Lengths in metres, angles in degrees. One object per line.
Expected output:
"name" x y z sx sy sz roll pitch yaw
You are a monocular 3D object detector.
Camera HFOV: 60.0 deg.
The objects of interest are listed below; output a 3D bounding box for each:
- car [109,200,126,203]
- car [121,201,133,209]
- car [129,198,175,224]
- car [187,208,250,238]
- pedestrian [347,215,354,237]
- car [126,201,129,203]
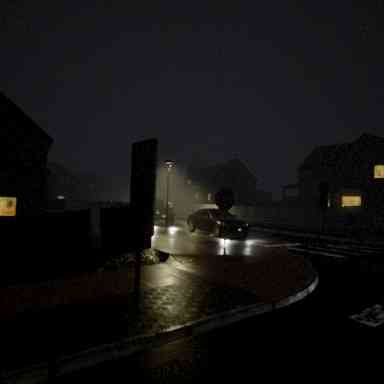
"car" -11.111 1.978 47.408 2.097 1.767 4.553 2 -2 -17
"car" -12.402 2.517 63.593 2.033 1.411 5.357 2 -1 -13
"car" -3.260 1.519 27.603 2.150 2.045 5.566 3 -2 -25
"car" 1.312 1.656 18.721 1.812 1.442 4.674 3 -2 -28
"pedestrian" 8.478 1.447 17.824 0.375 1.860 0.375 2 -1 -31
"car" -9.879 2.358 53.333 2.033 1.411 5.357 2 -1 -16
